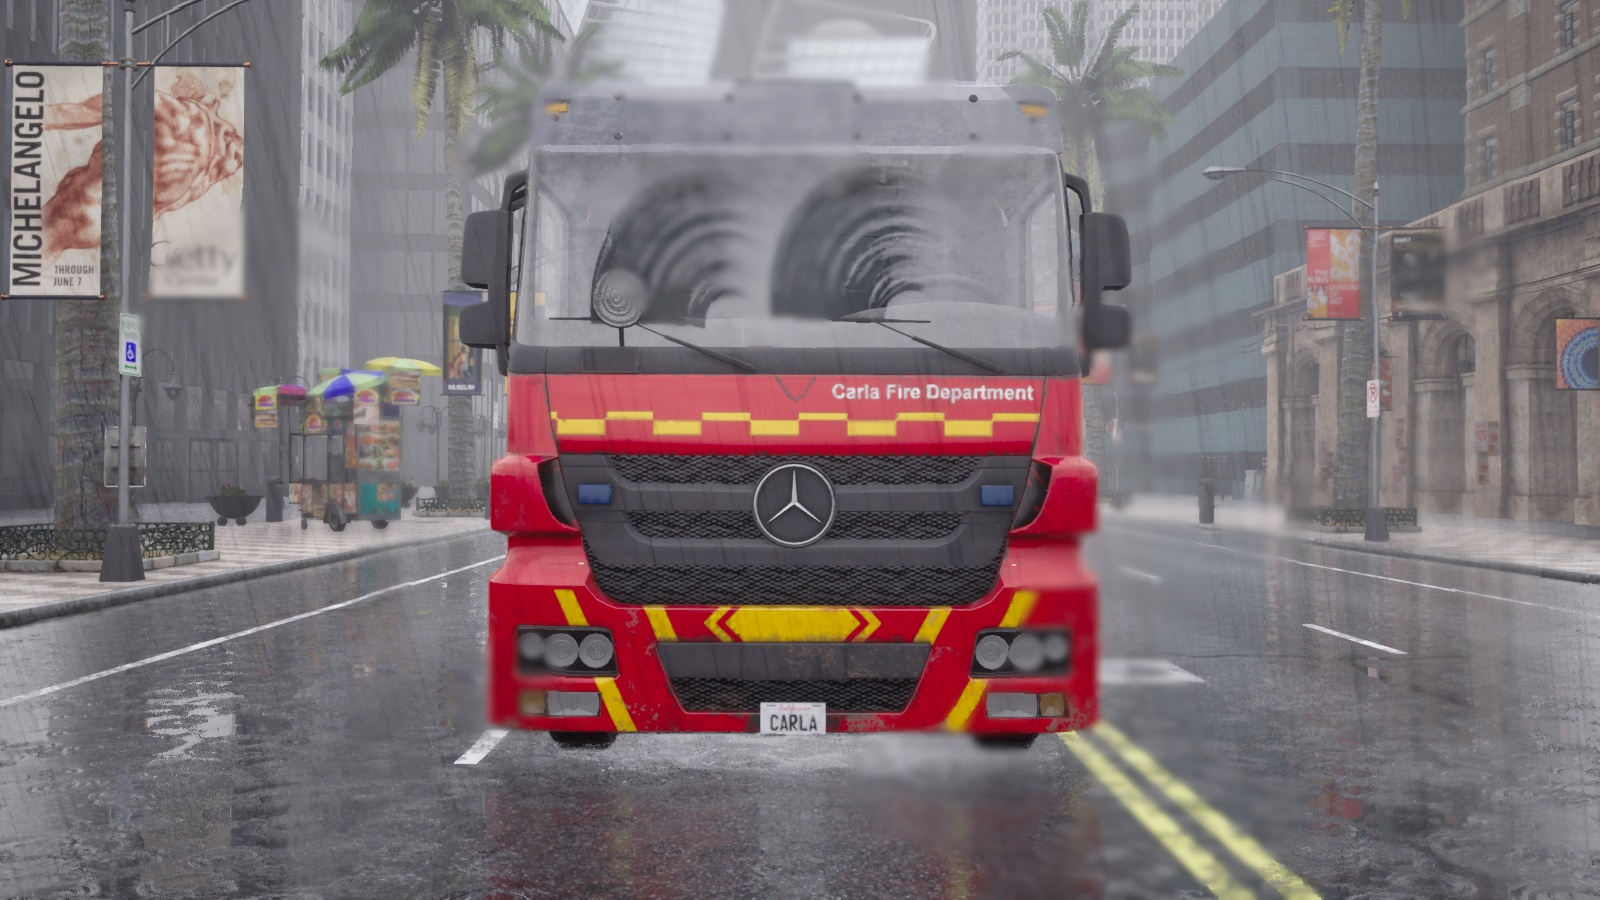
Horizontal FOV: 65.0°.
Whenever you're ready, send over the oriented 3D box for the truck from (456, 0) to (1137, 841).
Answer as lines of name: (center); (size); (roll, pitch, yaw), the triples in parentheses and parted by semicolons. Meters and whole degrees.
truck: (-0.025, -0.189, 9.594); (2.891, 3.827, 8.468); (0, -1, 0)
